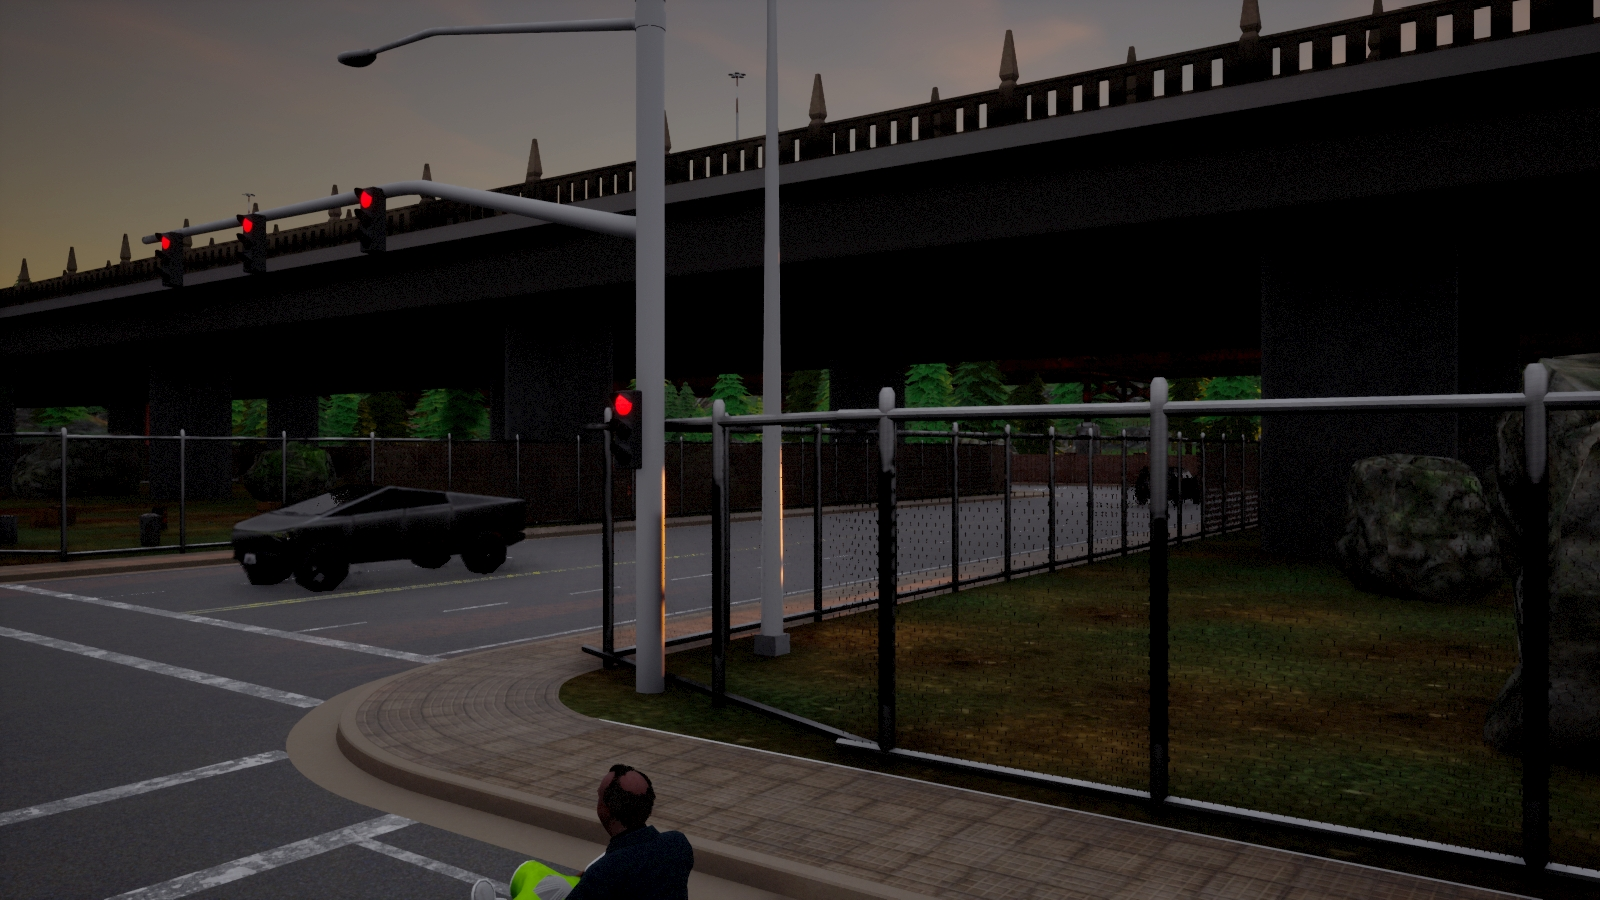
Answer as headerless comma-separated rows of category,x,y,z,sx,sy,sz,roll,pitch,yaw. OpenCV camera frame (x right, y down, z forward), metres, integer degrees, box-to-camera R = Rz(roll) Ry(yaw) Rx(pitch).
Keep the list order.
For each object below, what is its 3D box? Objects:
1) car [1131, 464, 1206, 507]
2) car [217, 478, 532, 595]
car,19.190,1.779,59.307,2.150,2.045,5.566,0,0,35
car,-9.154,1.753,25.277,2.390,2.098,6.274,0,0,35
